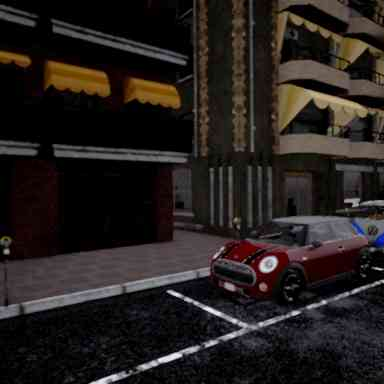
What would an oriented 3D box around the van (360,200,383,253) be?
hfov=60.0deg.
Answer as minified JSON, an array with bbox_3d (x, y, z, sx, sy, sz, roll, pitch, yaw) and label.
[{"bbox_3d":[7.001,1.140,11.102,3.998,1.788,1.690,-1,1,-36],"label":"van"}]

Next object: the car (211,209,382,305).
[{"bbox_3d":[2.374,1.333,7.795,4.097,1.590,1.967,-1,1,-36],"label":"car"}]
